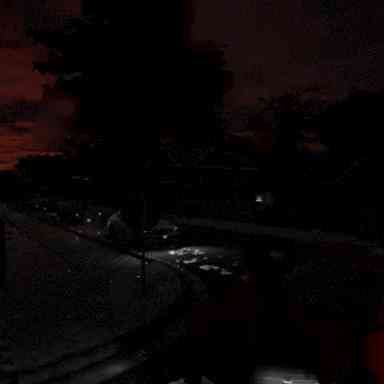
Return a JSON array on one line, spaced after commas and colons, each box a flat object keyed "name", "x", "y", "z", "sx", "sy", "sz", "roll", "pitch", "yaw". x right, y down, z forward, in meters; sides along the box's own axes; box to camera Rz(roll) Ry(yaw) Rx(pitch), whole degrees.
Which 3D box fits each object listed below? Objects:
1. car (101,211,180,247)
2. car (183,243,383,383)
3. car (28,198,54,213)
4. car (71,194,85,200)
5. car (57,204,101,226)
[{"name": "car", "x": -2.373, "y": 1.490, "z": 15.206, "sx": 1.812, "sy": 1.442, "sz": 4.674, "roll": 0, "pitch": 1, "yaw": -34}, {"name": "car", "x": 2.202, "y": 1.529, "z": 4.507, "sx": 5.008, "sy": 1.535, "sz": 1.882, "roll": 0, "pitch": 0, "yaw": -35}, {"name": "car", "x": -15.661, "y": 1.340, "z": 34.404, "sx": 1.812, "sy": 1.442, "sz": 4.674, "roll": 0, "pitch": 0, "yaw": -34}, {"name": "car", "x": -29.874, "y": 1.291, "z": 87.181, "sx": 2.097, "sy": 1.767, "sz": 4.553, "roll": 0, "pitch": 0, "yaw": 5}, {"name": "car", "x": -7.856, "y": 1.500, "z": 23.125, "sx": 1.895, "sy": 1.301, "sz": 4.718, "roll": 0, "pitch": 1, "yaw": -35}]
